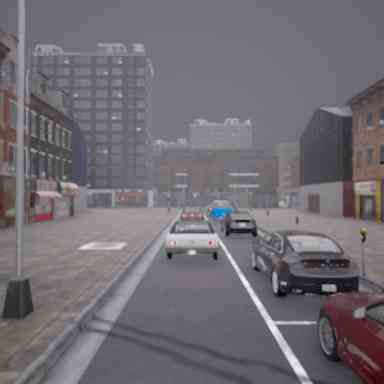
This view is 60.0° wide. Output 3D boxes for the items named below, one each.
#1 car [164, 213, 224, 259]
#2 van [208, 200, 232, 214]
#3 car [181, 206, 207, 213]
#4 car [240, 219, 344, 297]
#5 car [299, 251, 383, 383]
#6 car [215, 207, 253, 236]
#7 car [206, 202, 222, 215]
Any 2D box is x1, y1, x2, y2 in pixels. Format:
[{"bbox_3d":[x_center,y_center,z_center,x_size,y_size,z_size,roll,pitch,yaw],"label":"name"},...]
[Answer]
[{"bbox_3d":[0.024,1.744,13.258,1.895,1.301,4.718,0,-1,0],"label":"car"},{"bbox_3d":[2.662,1.677,30.369,1.690,1.788,3.998,0,-1,0],"label":"van"},{"bbox_3d":[0.033,1.912,28.255,1.895,1.301,4.718,0,-1,0],"label":"car"},{"bbox_3d":[2.648,1.643,8.618,2.008,1.369,4.403,0,-1,0],"label":"car"},{"bbox_3d":[2.645,1.617,3.180,1.802,1.307,4.206,0,-1,0],"label":"car"},{"bbox_3d":[2.654,1.777,19.492,1.947,1.339,4.313,0,-1,0],"label":"car"},{"bbox_3d":[2.667,1.991,41.411,1.752,1.417,4.829,0,-1,0],"label":"car"}]
